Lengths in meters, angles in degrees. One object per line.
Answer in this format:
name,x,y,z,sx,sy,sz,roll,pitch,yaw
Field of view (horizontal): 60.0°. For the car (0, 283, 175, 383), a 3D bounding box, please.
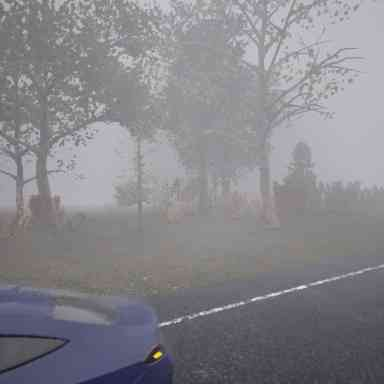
car,-2.319,1.526,2.337,4.674,1.442,1.812,0,0,-35
